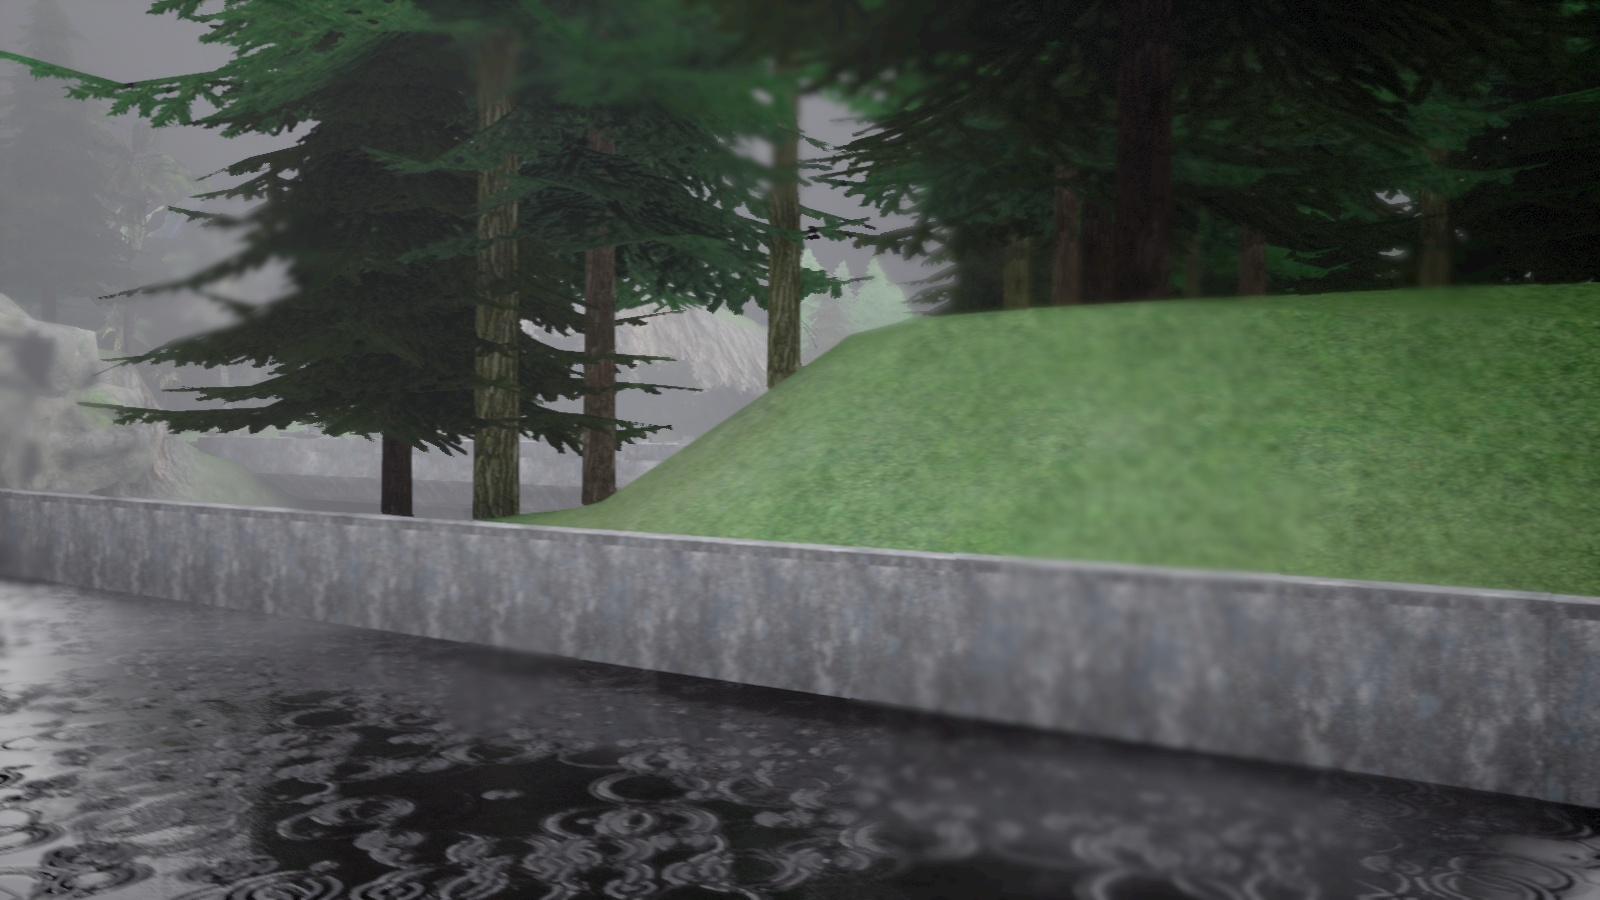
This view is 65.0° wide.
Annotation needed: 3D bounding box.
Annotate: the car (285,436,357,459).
[{"bbox_3d":[-32.543,-0.181,85.323,4.902,1.511,2.128,0,1,34],"label":"car"}]
